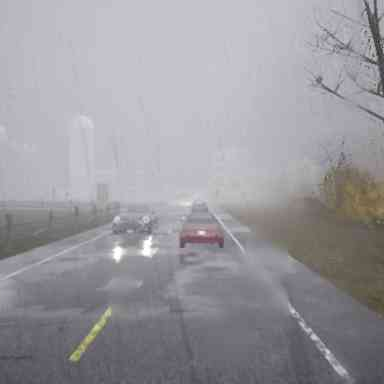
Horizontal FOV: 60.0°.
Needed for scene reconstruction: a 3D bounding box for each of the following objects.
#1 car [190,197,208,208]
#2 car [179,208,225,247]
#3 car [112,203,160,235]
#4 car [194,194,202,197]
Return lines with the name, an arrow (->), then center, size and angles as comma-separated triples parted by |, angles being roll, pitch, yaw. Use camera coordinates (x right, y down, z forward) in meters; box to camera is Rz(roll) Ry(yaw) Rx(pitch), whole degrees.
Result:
car -> 0.832, 1.685, 37.328 | 2.128, 1.511, 4.902 | 0, 0, 1
car -> 0.439, 1.645, 15.607 | 1.994, 1.385, 4.181 | 0, 0, 1
car -> -3.171, 1.460, 19.547 | 2.097, 1.767, 4.553 | 0, 0, 1
car -> 1.726, 2.017, 92.545 | 1.994, 1.385, 4.181 | 0, 0, 1
